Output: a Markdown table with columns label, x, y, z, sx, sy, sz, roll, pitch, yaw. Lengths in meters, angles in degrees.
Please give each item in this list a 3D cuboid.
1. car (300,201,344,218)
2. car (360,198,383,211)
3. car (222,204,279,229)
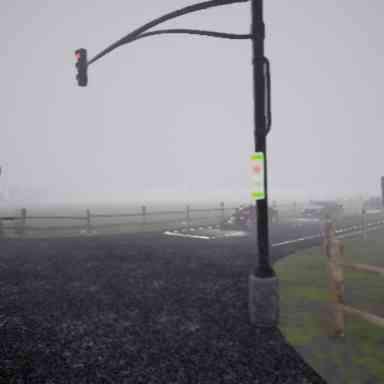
| label | x | y | z | sx | sy | sz | roll | pitch | yaw |
| --- | --- | --- | --- | --- | --- | --- | --- | --- | --- |
| car | 11.581 | 1.463 | 29.278 | 5.357 | 1.411 | 2.033 | -1 | 0 | -44 |
| car | 21.112 | 1.385 | 38.488 | 4.181 | 1.385 | 1.994 | -1 | 0 | -44 |
| car | 3.947 | 1.519 | 21.873 | 4.674 | 1.442 | 1.812 | -1 | 0 | -44 |
